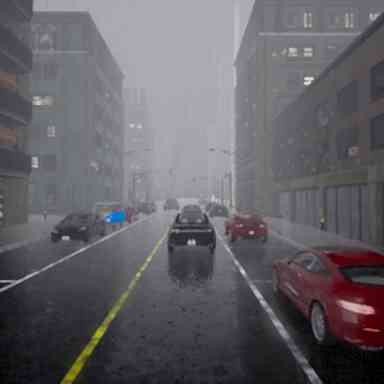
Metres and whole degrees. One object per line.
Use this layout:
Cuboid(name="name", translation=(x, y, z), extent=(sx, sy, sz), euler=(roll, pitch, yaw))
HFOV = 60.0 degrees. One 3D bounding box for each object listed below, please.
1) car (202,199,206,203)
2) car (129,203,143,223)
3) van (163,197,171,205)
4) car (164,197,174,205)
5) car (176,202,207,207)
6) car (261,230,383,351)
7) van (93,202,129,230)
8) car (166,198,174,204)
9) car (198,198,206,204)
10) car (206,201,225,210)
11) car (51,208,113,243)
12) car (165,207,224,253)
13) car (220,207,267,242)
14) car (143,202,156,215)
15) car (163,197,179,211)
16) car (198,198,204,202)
Cuboid(name="car", translation=(2.660, 2.000, 44.816), extent=(1.947, 1.339, 4.313), euler=(0, -1, 0))
Cuboid(name="car", translation=(-5.707, 1.816, 28.252), extent=(1.887, 1.381, 4.507), euler=(0, -1, 0))
Cuboid(name="van", translation=(-5.746, 2.105, 77.216), extent=(1.690, 1.788, 3.998), euler=(0, -1, 0))
Cuboid(name="car", translation=(-5.751, 2.136, 82.744), extent=(2.192, 1.841, 5.009), euler=(0, -1, 0))
Cuboid(name="car", translation=(-0.022, 1.826, 28.999), extent=(2.033, 1.411, 5.357), euler=(0, -1, 0))
Cuboid(name="car", translation=(2.693, 1.641, 6.153), extent=(1.802, 1.307, 4.206), euler=(0, -1, 0))
Cuboid(name="van", translation=(-5.700, 1.559, 22.731), extent=(1.690, 1.788, 3.998), euler=(0, -1, 0))
Cuboid(name="car", translation=(-5.757, 2.423, 88.269), extent=(1.887, 1.381, 4.507), euler=(0, -1, 0))
Cuboid(name="car", translation=(2.625, 2.319, 88.276), extent=(1.967, 1.590, 4.097), euler=(0, -1, 0))
Cuboid(name="car", translation=(2.670, 1.891, 33.769), extent=(1.947, 1.339, 4.313), euler=(0, -1, 0))
Cuboid(name="car", translation=(-5.697, 1.731, 17.205), extent=(1.947, 1.339, 4.313), euler=(0, -1, 0))
Cuboid(name="car", translation=(-0.008, 1.630, 14.301), extent=(2.128, 1.511, 4.902), euler=(0, 0, 0))
Cuboid(name="car", translation=(2.684, 1.710, 17.200), extent=(1.887, 1.381, 4.507), euler=(0, -1, 0))
Cuboid(name="car", translation=(-5.716, 1.945, 39.298), extent=(1.947, 1.339, 4.313), euler=(0, -1, 0))
Cuboid(name="car", translation=(-3.043, 1.832, 49.676), extent=(2.097, 1.767, 4.553), euler=(0, 0, 0))
Cuboid(name="car", translation=(2.633, 2.346, 77.219), extent=(1.802, 1.307, 4.206), euler=(0, -1, 0))
